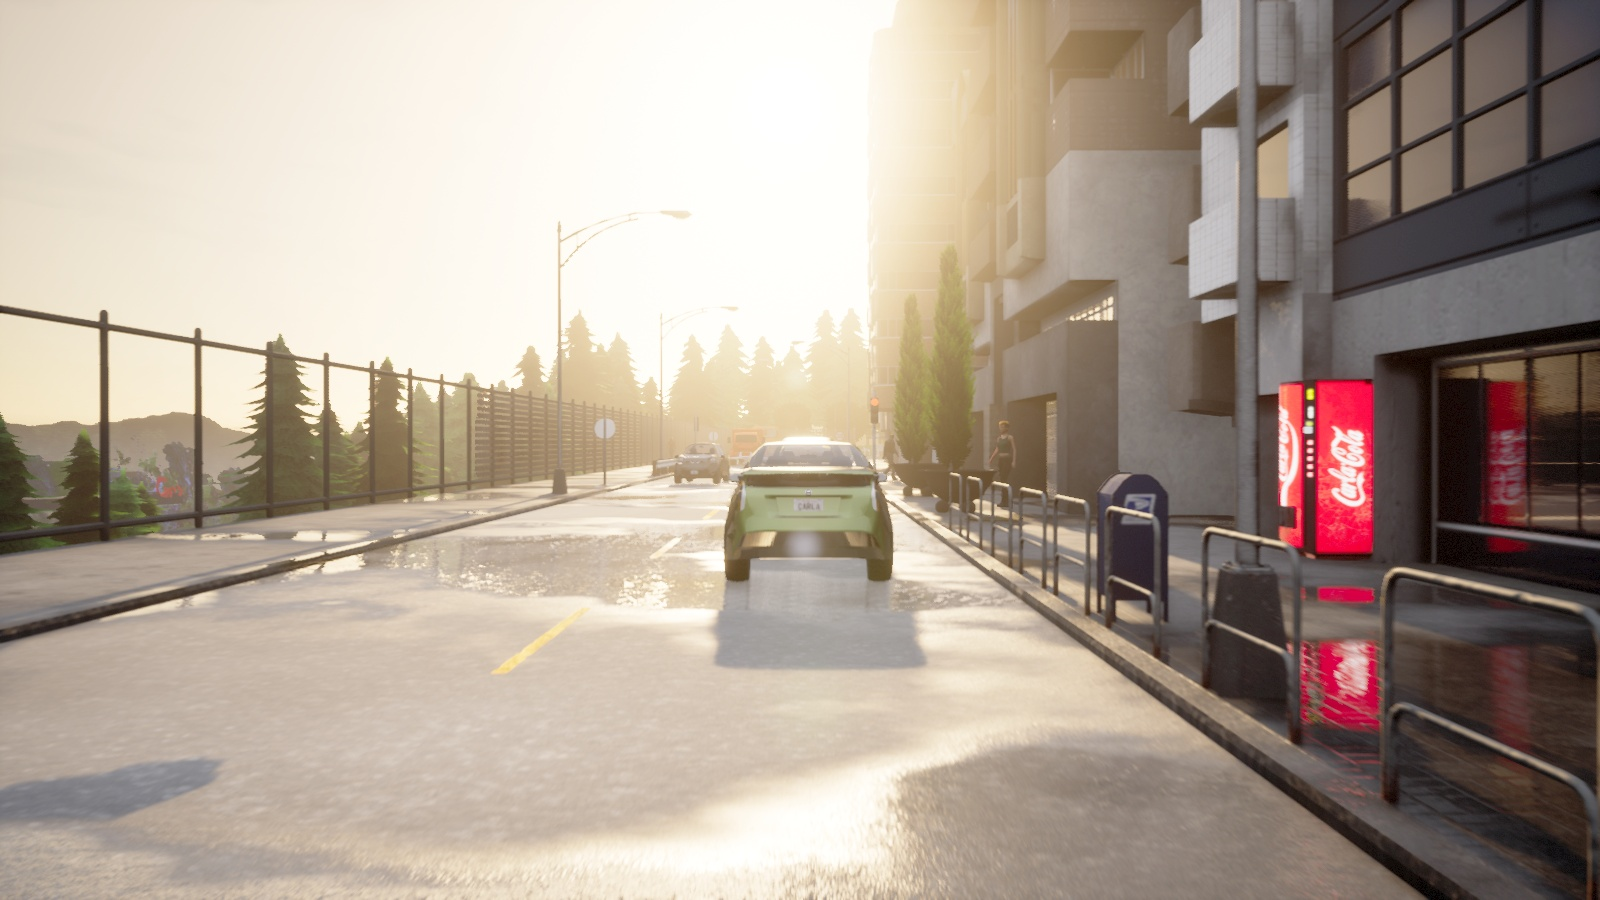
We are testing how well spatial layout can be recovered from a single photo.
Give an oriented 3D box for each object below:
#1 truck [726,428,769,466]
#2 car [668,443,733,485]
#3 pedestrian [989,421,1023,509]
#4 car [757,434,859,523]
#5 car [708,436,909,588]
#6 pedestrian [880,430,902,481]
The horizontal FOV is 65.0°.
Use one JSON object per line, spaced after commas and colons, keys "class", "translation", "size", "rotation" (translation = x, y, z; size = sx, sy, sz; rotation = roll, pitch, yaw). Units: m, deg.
{"class": "truck", "translation": [-3.477, -0.207, 84.235], "size": [2.627, 2.467, 5.204], "rotation": [0, 0, 1]}
{"class": "car", "translation": [-3.635, 0.497, 46.367], "size": [1.845, 1.501, 3.633], "rotation": [0, 0, 4]}
{"class": "pedestrian", "translation": [4.303, 0.308, 26.214], "size": [0.594, 1.836, 0.345], "rotation": [0, 0, -27]}
{"class": "car", "translation": [0.154, 0.505, 24.742], "size": [1.851, 1.617, 3.988], "rotation": [0, 0, 0]}
{"class": "car", "translation": [0.098, 0.610, 14.839], "size": [2.007, 1.525, 4.514], "rotation": [0, 0, 0]}
{"class": "pedestrian", "translation": [3.325, 0.200, 46.030], "size": [0.720, 1.854, 0.376], "rotation": [0, 0, -25]}
